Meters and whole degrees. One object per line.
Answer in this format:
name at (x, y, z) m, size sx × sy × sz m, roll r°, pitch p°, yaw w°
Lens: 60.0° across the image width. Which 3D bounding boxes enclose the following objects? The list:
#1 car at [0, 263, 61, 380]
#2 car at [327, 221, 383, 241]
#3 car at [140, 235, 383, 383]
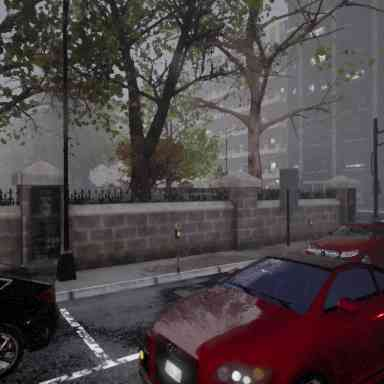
car at (-3.822, 1.566, 3.864) m, size 4.313 × 1.339 × 1.947 m, roll 0°, pitch 0°, yaw -35°
car at (5.251, 1.581, 10.206) m, size 4.206 × 1.307 × 1.802 m, roll 0°, pitch 0°, yaw -35°
car at (1.450, 1.563, 4.386) m, size 4.181 × 1.385 × 1.994 m, roll 0°, pitch 0°, yaw -35°
